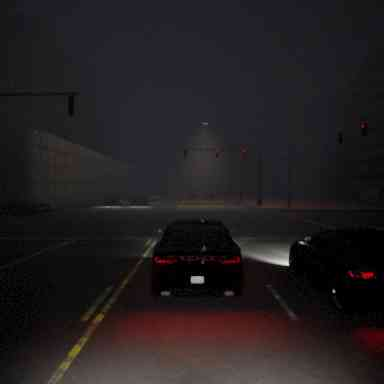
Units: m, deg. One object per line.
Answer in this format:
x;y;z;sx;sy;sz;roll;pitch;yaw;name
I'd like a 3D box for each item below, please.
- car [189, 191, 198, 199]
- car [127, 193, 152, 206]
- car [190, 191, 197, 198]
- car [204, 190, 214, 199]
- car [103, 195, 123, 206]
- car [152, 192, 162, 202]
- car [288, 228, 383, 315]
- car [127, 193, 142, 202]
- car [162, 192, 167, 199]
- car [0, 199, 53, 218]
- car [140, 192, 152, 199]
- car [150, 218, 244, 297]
0.319;0.823;73.034;1.812;1.442;4.674;0;1;0;car
-6.899;1.146;44.109;1.994;1.385;4.181;0;0;0;car
0.363;0.579;83.033;1.882;1.535;5.008;0;1;0;car
3.819;0.823;73.018;1.812;1.442;4.674;0;1;0;car
-10.400;1.147;44.038;1.994;1.385;4.181;0;0;0;car
-6.809;0.971;58.355;1.812;1.442;4.674;0;0;1;car
3.606;1.492;7.459;1.994;1.385;4.181;0;1;0;car
-10.293;0.962;59.388;1.812;1.442;4.674;0;0;1;car
-6.680;0.788;73.445;1.837;1.490;4.892;0;1;0;car
-14.197;1.293;26.983;5.357;1.411;2.033;0;0;5;car
-10.176;0.826;74.209;1.994;1.385;4.181;0;1;0;car
0.106;1.396;8.439;1.882;1.535;5.008;0;1;0;car
